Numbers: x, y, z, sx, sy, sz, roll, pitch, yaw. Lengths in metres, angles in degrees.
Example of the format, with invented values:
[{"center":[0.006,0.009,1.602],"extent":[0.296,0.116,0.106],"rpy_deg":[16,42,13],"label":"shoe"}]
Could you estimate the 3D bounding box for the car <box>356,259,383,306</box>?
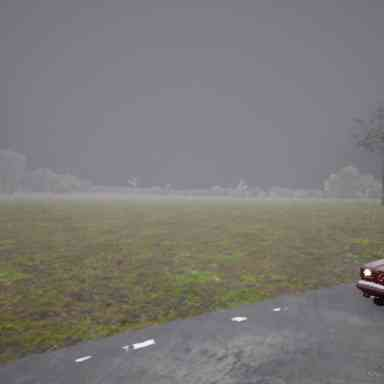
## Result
[{"center":[5.426,1.572,6.623],"extent":[4.718,1.301,1.895],"rpy_deg":[0,0,-31],"label":"car"}]
